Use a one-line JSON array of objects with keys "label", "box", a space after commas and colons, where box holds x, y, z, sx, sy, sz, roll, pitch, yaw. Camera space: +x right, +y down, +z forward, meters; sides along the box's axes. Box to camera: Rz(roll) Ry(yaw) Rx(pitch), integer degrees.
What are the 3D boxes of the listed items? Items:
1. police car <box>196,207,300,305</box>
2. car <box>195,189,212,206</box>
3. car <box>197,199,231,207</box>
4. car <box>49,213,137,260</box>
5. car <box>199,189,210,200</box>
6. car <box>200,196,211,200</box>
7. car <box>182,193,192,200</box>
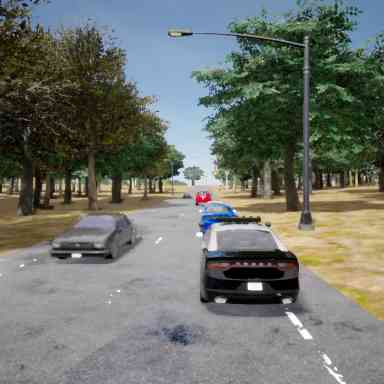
[{"label": "police car", "box": [1.129, 1.409, 8.303, 1.930, 1.638, 5.238, 0, 0, 1]}, {"label": "car", "box": [1.624, 0.805, 46.168, 2.150, 2.045, 5.566, 0, 1, 3]}, {"label": "car", "box": [1.408, 1.401, 18.132, 1.882, 1.535, 5.008, 0, 1, 2]}, {"label": "car", "box": [-3.404, 1.512, 12.644, 2.033, 1.411, 5.357, 0, 0, 2]}, {"label": "car", "box": [2.500, 0.466, 67.364, 2.150, 2.045, 5.566, 0, 1, 3]}, {"label": "car", "box": [1.673, 1.315, 24.300, 1.801, 1.575, 5.366, 0, 1, 3]}, {"label": "car", "box": [-0.955, 0.847, 67.601, 1.895, 1.301, 4.718, 0, 1, 3]}]
